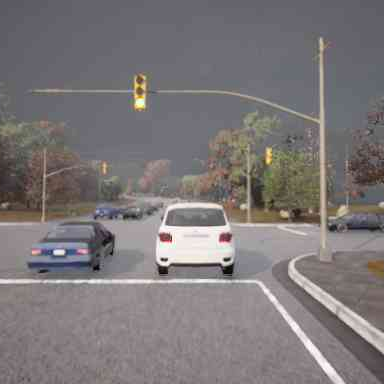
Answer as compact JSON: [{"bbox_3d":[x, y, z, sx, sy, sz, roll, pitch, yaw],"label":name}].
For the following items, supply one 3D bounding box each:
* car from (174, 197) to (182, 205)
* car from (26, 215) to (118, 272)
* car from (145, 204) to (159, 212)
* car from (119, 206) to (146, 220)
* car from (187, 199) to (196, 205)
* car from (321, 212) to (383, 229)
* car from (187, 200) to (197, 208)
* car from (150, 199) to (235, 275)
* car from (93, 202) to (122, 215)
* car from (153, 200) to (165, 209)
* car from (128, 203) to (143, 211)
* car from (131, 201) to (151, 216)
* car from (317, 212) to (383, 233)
[{"bbox_3d":[-3.583,2.198,81.636,1.882,1.535,5.008,0,1,-3],"label":"car"},{"bbox_3d":[-3.784,1.710,11.302,2.033,1.411,5.357,0,-1,-6],"label":"car"},{"bbox_3d":[-7.032,2.818,59.445,1.895,1.301,4.718,0,1,1],"label":"car"},{"bbox_3d":[-7.081,2.684,39.993,1.895,1.301,4.718,0,-1,-1],"label":"car"},{"bbox_3d":[-0.094,2.443,81.782,1.994,1.385,4.181,0,1,-3],"label":"car"},{"bbox_3d":[13.153,2.275,26.843,4.718,1.301,1.895,0,-2,-2],"label":"car"},{"bbox_3d":[0.009,2.566,71.730,2.128,1.511,4.902,0,1,0],"label":"car"},{"bbox_3d":[0.098,1.379,11.070,2.150,2.045,5.566,0,-1,0],"label":"car"},{"bbox_3d":[-10.602,2.335,41.350,2.150,2.045,5.566,0,-1,-2],"label":"car"},{"bbox_3d":[-6.991,2.606,70.141,2.033,1.411,5.357,0,1,0],"label":"car"},{"bbox_3d":[-10.502,2.792,61.931,1.895,1.301,4.718,0,1,0],"label":"car"},{"bbox_3d":[-7.083,2.448,49.519,2.150,2.045,5.566,0,0,0],"label":"car"},{"bbox_3d":[11.721,2.100,23.296,5.357,1.411,2.033,0,-2,-2],"label":"car"}]
